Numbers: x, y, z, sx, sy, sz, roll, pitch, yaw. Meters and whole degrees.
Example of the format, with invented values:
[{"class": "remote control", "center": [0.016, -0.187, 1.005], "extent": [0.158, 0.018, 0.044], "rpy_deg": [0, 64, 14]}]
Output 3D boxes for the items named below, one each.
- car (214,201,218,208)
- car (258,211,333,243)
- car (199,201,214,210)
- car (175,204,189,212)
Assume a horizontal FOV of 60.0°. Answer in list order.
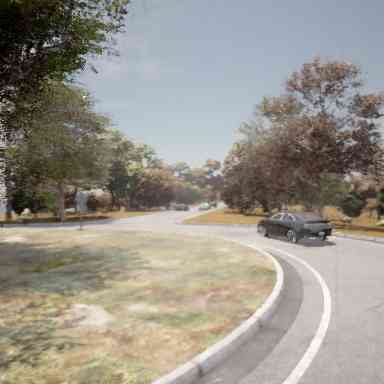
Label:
[{"class": "car", "center": [5.034, 2.891, 77.685], "extent": [2.128, 1.511, 4.902], "rpy_deg": [-1, -1, 11]}, {"class": "car", "center": [5.310, 1.787, 17.839], "extent": [2.128, 1.511, 4.902], "rpy_deg": [0, -1, -18]}, {"class": "car", "center": [2.559, 2.829, 64.718], "extent": [1.812, 1.442, 4.674], "rpy_deg": [-1, -1, 11]}, {"class": "car", "center": [-1.833, 2.855, 60.827], "extent": [1.994, 1.385, 4.181], "rpy_deg": [-1, -1, 11]}]
